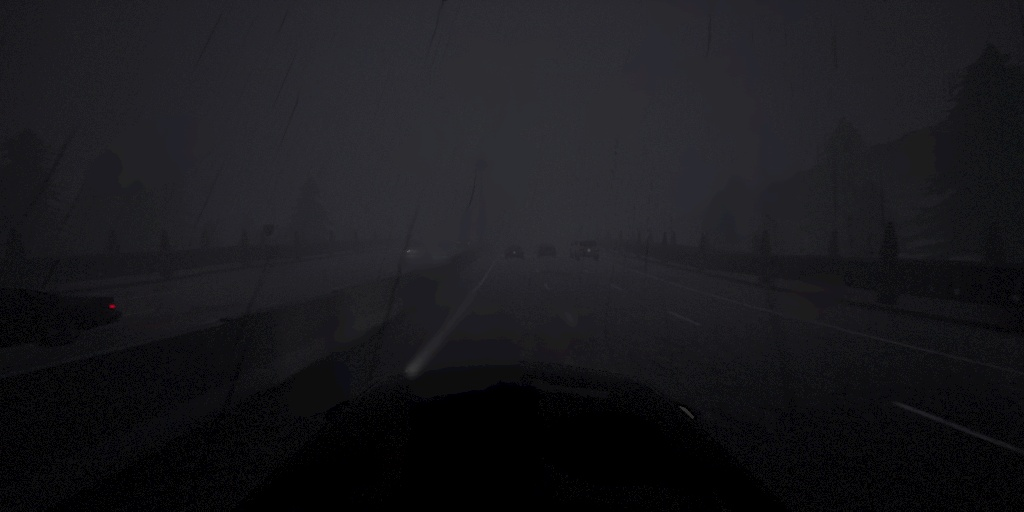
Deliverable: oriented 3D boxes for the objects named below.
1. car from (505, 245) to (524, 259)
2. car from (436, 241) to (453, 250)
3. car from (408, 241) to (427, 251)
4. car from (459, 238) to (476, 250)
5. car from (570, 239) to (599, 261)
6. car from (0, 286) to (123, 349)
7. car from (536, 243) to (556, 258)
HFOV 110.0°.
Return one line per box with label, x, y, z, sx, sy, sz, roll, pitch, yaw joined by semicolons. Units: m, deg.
car;0.245;-0.507;38.506;1.994;1.385;4.181;0;4;0
car;-10.315;-1.648;54.918;1.895;1.301;4.718;0;4;1
car;-13.833;-1.532;52.659;1.994;1.385;4.181;0;4;1
car;-6.818;-1.888;54.867;2.097;1.767;4.553;0;4;1
car;7.228;-0.673;36.178;2.150;2.045;5.566;0;4;1
car;-10.584;1.270;6.418;2.033;1.411;5.357;0;1;0
car;3.754;-0.664;39.582;1.882;1.535;5.008;0;4;0
